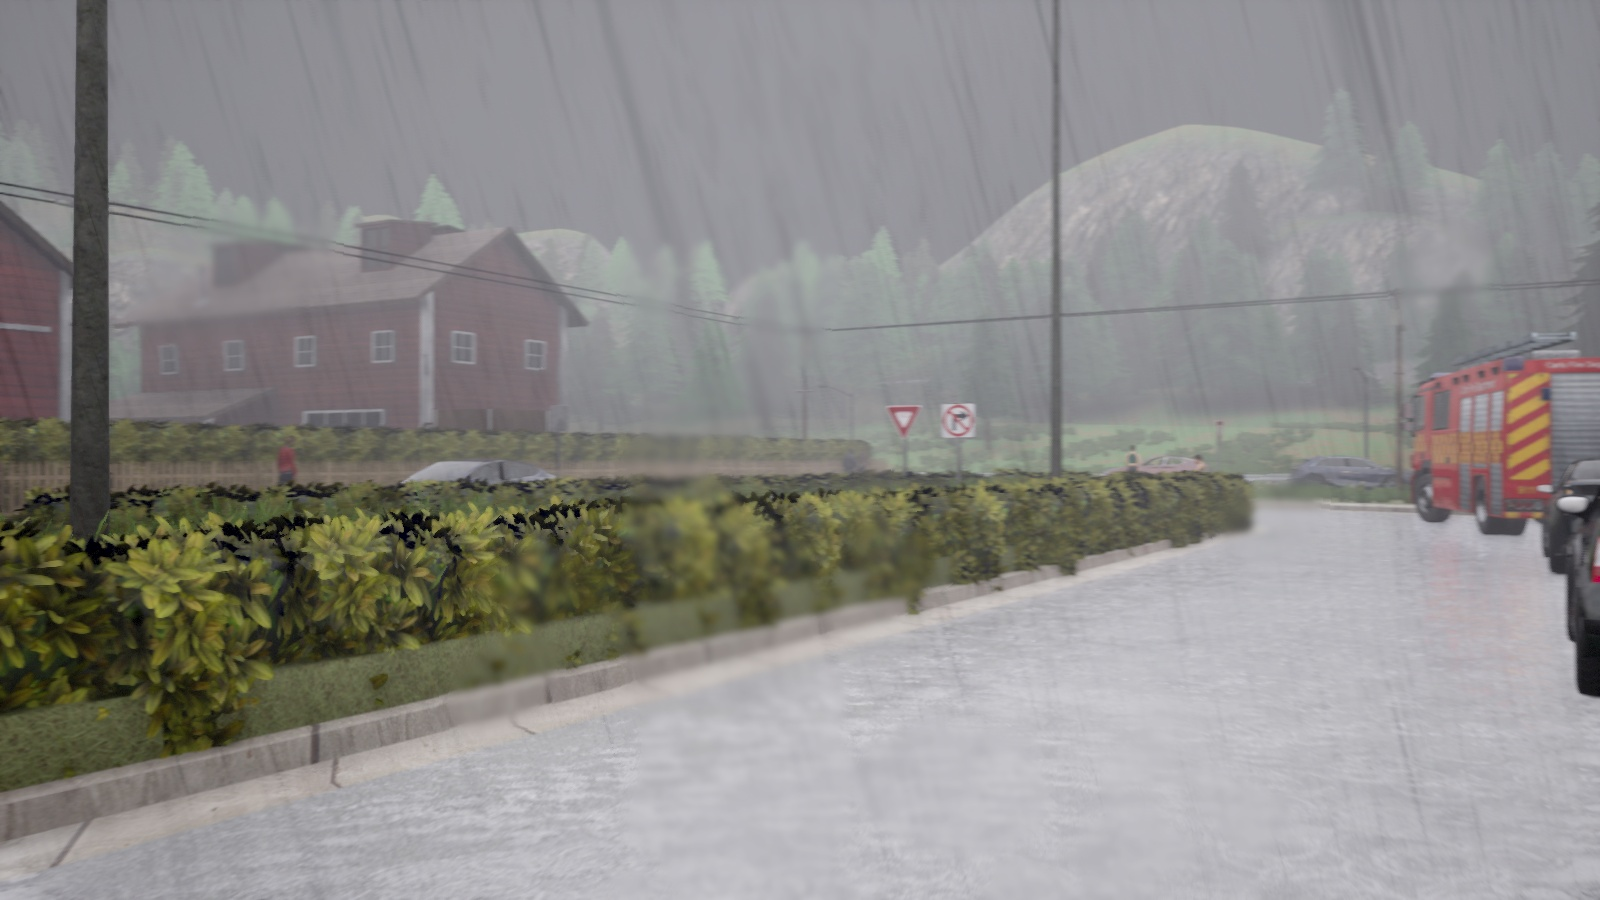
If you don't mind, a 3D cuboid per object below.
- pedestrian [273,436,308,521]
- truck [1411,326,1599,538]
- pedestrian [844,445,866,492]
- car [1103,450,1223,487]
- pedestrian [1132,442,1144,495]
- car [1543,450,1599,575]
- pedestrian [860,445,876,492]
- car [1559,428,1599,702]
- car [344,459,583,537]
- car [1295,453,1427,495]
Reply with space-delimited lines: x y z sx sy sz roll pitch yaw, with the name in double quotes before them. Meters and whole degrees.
"pedestrian" -11.214 0.626 27.631 0.331 1.846 0.636 0 0 29
"truck" 15.475 -0.295 26.788 2.891 3.827 8.468 0 -1 15
"pedestrian" 2.206 0.729 50.373 0.563 1.883 0.849 0 0 30
"car" 16.984 0.857 58.846 5.027 1.651 2.152 0 0 31
"pedestrian" 11.873 0.654 44.128 0.345 1.836 0.594 0 0 20
"car" 11.263 0.767 17.036 2.007 1.525 4.514 0 0 30
"pedestrian" 2.691 0.723 49.715 0.331 1.846 0.634 -1 -1 43
"car" 6.394 0.680 8.738 1.851 1.617 3.988 0 0 31
"car" -7.062 0.950 26.860 2.163 1.488 4.792 0 0 31
"car" 22.880 0.936 51.236 4.856 1.649 2.033 0 0 27
